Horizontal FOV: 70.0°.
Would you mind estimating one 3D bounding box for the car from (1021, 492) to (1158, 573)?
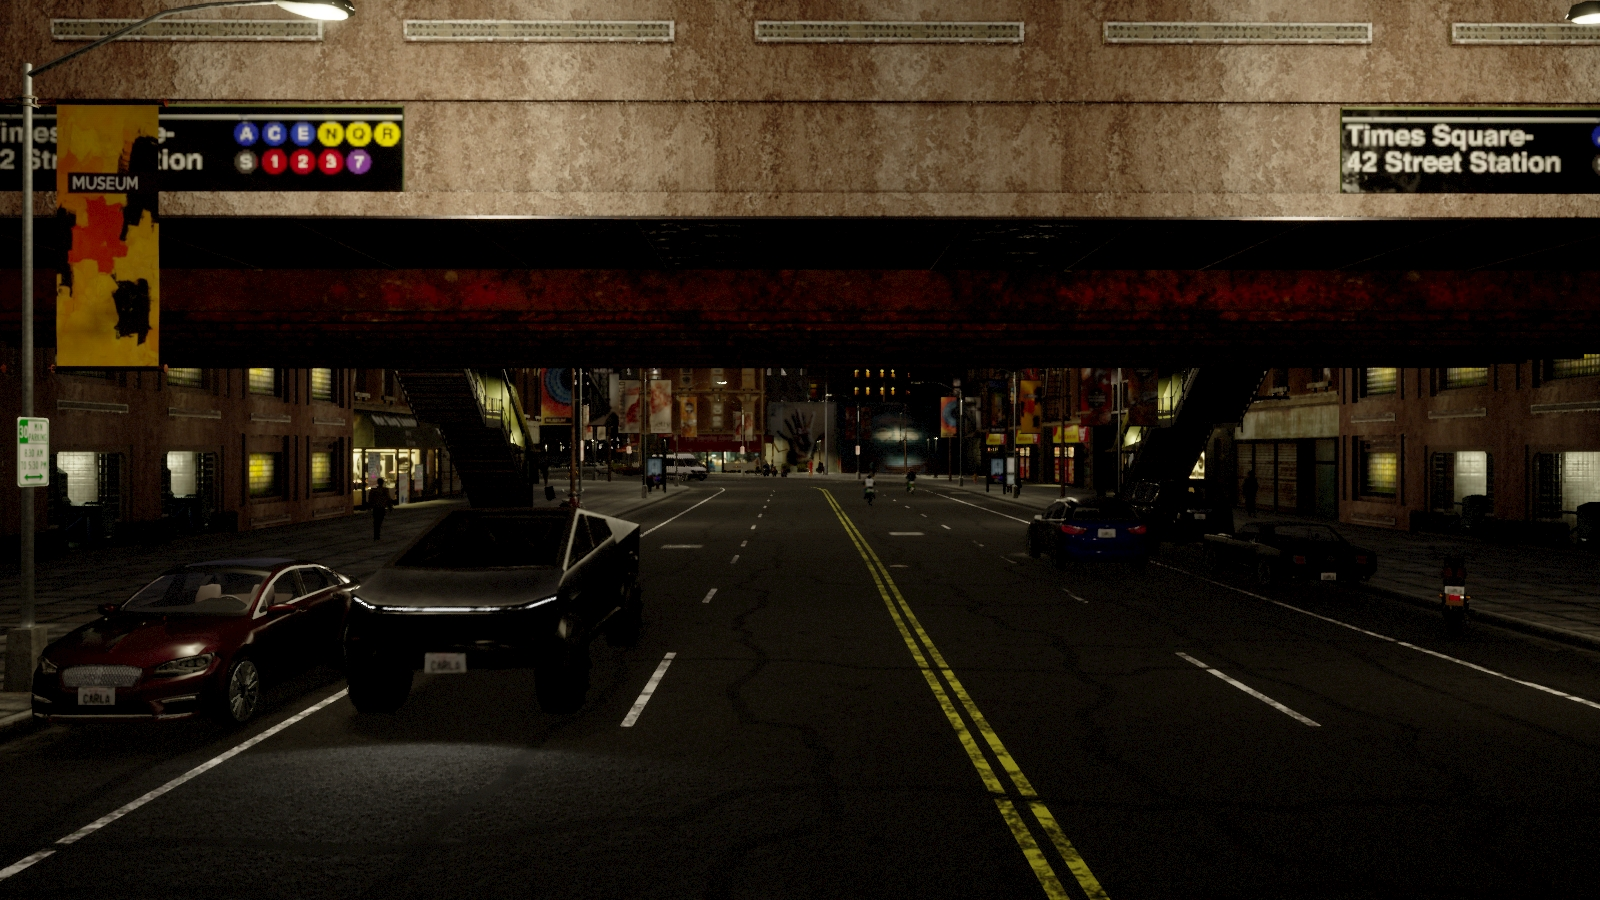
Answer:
[{"bbox_3d":[7.064,1.967,28.414,2.242,1.667,4.611,0,0,0],"label":"car"}]

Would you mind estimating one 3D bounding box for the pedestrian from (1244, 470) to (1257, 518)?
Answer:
[{"bbox_3d":[17.394,1.699,44.098,0.375,1.860,0.375,0,0,1],"label":"pedestrian"}]

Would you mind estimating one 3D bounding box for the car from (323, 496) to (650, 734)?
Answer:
[{"bbox_3d":[-3.502,1.753,14.400,2.390,2.098,6.274,0,0,0],"label":"car"}]

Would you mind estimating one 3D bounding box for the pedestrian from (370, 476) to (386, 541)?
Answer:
[{"bbox_3d":[-12.212,1.696,33.087,0.375,1.860,0.375,0,0,-10],"label":"pedestrian"}]
